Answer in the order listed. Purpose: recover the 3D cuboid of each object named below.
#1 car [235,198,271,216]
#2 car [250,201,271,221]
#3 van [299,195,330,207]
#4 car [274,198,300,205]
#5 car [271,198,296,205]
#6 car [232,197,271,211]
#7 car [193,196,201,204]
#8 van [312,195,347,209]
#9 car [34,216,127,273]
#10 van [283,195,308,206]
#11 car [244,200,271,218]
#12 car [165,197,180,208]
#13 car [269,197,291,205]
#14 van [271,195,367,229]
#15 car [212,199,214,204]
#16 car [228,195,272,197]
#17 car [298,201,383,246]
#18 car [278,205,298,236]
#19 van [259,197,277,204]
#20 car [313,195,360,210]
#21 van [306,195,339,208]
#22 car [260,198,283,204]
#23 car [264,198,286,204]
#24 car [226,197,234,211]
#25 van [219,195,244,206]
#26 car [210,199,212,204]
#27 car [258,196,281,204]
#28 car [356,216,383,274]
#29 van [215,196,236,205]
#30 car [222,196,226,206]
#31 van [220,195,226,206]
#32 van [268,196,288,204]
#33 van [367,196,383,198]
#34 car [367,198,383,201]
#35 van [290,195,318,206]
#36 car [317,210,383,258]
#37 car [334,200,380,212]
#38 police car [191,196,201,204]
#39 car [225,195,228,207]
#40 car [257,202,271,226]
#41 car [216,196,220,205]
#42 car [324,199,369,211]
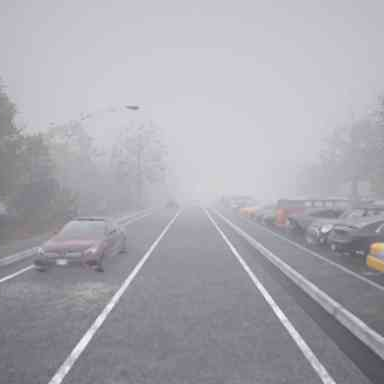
[{"bbox_3d":[6.903,1.585,30.129,5.366,1.575,1.946,0,0,0],"label":"car"},{"bbox_3d":[7.024,1.590,24.576,4.792,1.488,2.163,0,0,0],"label":"car"},{"bbox_3d":[20.207,1.478,55.016,4.442,1.987,1.878,0,-1,0],"label":"van"},{"bbox_3d":[20.422,2.034,71.478,5.008,1.535,2.097,0,-1,0],"label":"car"},{"bbox_3d":[20.440,2.094,74.373,5.008,1.535,2.097,0,-1,0],"label":"car"},{"bbox_3d":[7.117,1.616,35.680,4.892,1.521,2.231,0,0,0],"label":"car"},{"bbox_3d":[1.358,2.222,90.554,2.150,2.045,5.566,0,-2,0],"label":"car"},{"bbox_3d":[20.406,1.451,49.466,4.442,1.987,1.878,0,0,0],"label":"van"},{"bbox_3d":[-3.338,1.549,10.875,1.812,1.442,4.674,0,0,0],"label":"car"},{"bbox_3d":[20.509,1.692,65.943,4.442,1.987,1.878,0,-1,0],"label":"van"},{"bbox_3d":[7.042,1.604,27.352,4.792,1.488,2.163,0,0,0],"label":"car"},{"bbox_3d":[-3.136,1.619,53.516,2.097,1.767,4.553,0,-1,1],"label":"car"},{"bbox_3d":[20.430,2.024,77.021,4.553,1.767,2.185,0,-1,0],"label":"car"},{"bbox_3d":[7.136,1.308,19.024,4.442,1.987,1.878,0,0,0],"label":"van"},{"bbox_3d":[7.354,2.042,71.746,5.008,1.535,2.097,0,-1,0],"label":"car"},{"bbox_3d":[7.126,1.516,41.233,4.553,1.767,2.185,0,0,0],"label":"car"},{"bbox_3d":[7.016,1.384,13.474,4.553,1.767,2.185,0,0,0],"label":"car"},{"bbox_3d":[7.031,1.550,16.247,4.792,1.488,2.163,0,0,0],"label":"car"},{"bbox_3d":[20.666,2.241,90.987,4.442,1.987,1.878,0,-2,0],"label":"van"},{"bbox_3d":[20.244,1.412,46.697,5.566,2.045,2.435,0,0,0],"label":"car"},{"bbox_3d":[20.422,1.464,52.111,4.442,1.987,1.878,0,0,0],"label":"van"},{"bbox_3d":[20.328,2.323,85.325,5.366,1.575,1.946,0,-1,0],"label":"car"},{"bbox_3d":[20.490,2.267,82.557,4.892,1.521,2.231,0,-1,0],"label":"car"},{"bbox_3d":[6.955,1.625,38.457,5.366,1.575,1.946,0,0,0],"label":"car"},{"bbox_3d":[7.162,1.584,60.650,4.442,1.987,1.878,0,-1,0],"label":"van"},{"bbox_3d":[7.430,2.247,80.072,4.792,1.488,2.163,0,-1,0],"label":"car"},{"bbox_3d":[20.559,2.138,88.097,5.566,2.045,2.435,0,-2,0],"label":"car"},{"bbox_3d":[7.135,1.498,7.926,5.366,1.575,1.946,0,0,0],"label":"car"},{"bbox_3d":[7.483,1.875,74.526,4.442,1.987,1.878,0,-1,0],"label":"van"},{"bbox_3d":[7.187,1.668,46.785,5.008,1.535,2.097,0,0,0],"label":"car"},{"bbox_3d":[7.110,1.470,52.339,4.442,1.987,1.878,0,0,0],"label":"van"},{"bbox_3d":[20.596,1.982,79.791,4.442,1.987,1.878,0,-1,0],"label":"van"},{"bbox_3d":[20.337,1.397,38.386,4.442,1.987,1.878,0,0,0],"label":"van"},{"bbox_3d":[20.179,1.596,32.720,5.008,1.535,2.097,0,0,0],"label":"car"},{"bbox_3d":[20.241,1.576,60.406,4.442,1.987,1.878,0,-1,0],"label":"van"},{"bbox_3d":[6.961,1.503,10.694,4.892,1.521,2.231,0,0,0],"label":"car"},{"bbox_3d":[20.234,1.676,41.029,4.674,1.452,2.002,0,0,0],"label":"car"},{"bbox_3d":[1.301,2.171,80.612,1.930,1.638,5.238,0,-1,0],"label":"police car"},{"bbox_3d":[7.144,1.530,44.009,4.553,1.767,2.185,0,0,0],"label":"car"},{"bbox_3d":[7.007,1.577,21.800,4.792,1.488,2.163,0,0,0],"label":"car"},{"bbox_3d":[7.273,1.458,55.114,5.566,2.045,2.435,0,0,0],"label":"car"},{"bbox_3d":[20.248,1.649,43.801,5.008,1.535,2.097,0,0,0],"label":"car"}]
